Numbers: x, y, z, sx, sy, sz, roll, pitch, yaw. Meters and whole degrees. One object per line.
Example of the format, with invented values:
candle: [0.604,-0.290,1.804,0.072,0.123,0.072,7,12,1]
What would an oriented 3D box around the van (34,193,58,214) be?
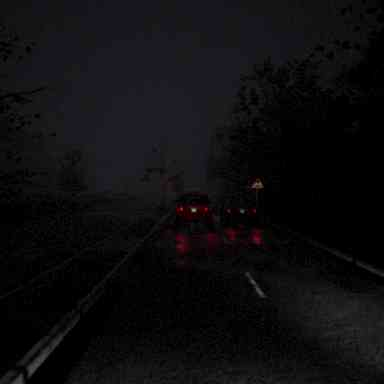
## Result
van: [-13.964,1.058,27.926,4.442,1.987,1.878,-1,1,-20]

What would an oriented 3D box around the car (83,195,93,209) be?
car: [-13.820,1.218,36.954,4.792,1.488,2.163,-1,0,-20]

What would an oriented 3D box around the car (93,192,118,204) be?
car: [-13.811,1.094,48.959,4.792,1.488,2.163,-1,0,-20]

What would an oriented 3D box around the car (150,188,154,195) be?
car: [-13.780,0.297,90.990,4.792,1.488,2.163,-1,1,-20]

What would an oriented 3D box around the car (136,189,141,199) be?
car: [-13.652,0.821,67.027,5.366,1.575,1.946,-1,1,-20]

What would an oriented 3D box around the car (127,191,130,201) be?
car: [-13.835,1.003,57.955,4.674,1.452,2.002,-1,0,-20]

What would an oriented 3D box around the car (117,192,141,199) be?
car: [-13.845,0.741,72.954,4.792,1.488,2.163,-1,2,-20]

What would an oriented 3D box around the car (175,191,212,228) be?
car: [0.102,1.077,21.332,2.150,2.045,5.566,0,1,0]

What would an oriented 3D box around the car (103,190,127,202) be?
car: [-14.004,1.000,54.882,5.366,1.575,1.946,-1,1,-20]

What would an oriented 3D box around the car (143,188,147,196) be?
car: [-13.847,0.451,78.963,4.553,1.767,2.185,-1,1,-20]

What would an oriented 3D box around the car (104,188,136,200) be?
car: [-13.806,0.674,60.971,5.566,2.045,2.435,-1,0,-20]

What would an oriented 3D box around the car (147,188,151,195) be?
car: [-13.803,0.426,84.975,5.008,1.535,2.097,-1,2,-20]

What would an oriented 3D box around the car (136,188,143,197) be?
car: [-13.850,0.522,69.950,5.566,2.045,2.435,-1,1,-20]

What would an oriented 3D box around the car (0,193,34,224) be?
car: [-13.835,1.091,22.017,5.566,2.045,2.435,-1,0,-20]

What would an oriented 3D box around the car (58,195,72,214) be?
car: [-13.822,1.125,30.961,4.553,1.767,2.185,-1,1,-20]

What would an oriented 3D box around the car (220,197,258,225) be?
car: [3.102,1.193,22.694,2.097,1.767,4.553,0,1,0]

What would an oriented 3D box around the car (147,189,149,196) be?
car: [-13.815,0.543,81.976,4.674,1.452,2.002,-1,1,-20]

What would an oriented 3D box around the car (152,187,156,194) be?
car: [-13.783,-0.060,93.986,5.566,2.045,2.435,-1,1,-20]

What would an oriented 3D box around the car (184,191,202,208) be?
car: [0.105,0.860,42.597,2.150,2.045,5.566,0,1,0]

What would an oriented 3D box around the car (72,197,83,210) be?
car: [-13.843,1.260,33.935,4.674,1.452,2.002,-1,1,-20]

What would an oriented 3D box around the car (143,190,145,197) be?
car: [-13.819,0.690,75.978,4.674,1.452,2.002,-1,1,-20]

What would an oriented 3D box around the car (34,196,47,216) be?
car: [-13.849,1.313,24.988,4.892,1.521,2.231,-1,1,-20]
